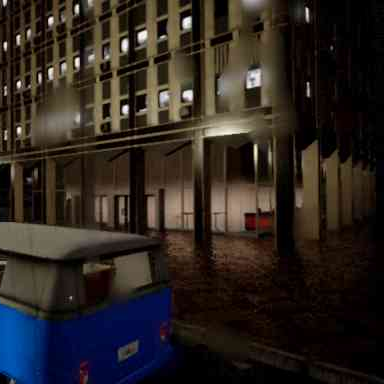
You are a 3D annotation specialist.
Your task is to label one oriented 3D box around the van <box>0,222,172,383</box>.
[{"bbox_3d":[-2.142,1.360,4.411,3.998,1.788,1.690,0,-1,35],"label":"van"}]
